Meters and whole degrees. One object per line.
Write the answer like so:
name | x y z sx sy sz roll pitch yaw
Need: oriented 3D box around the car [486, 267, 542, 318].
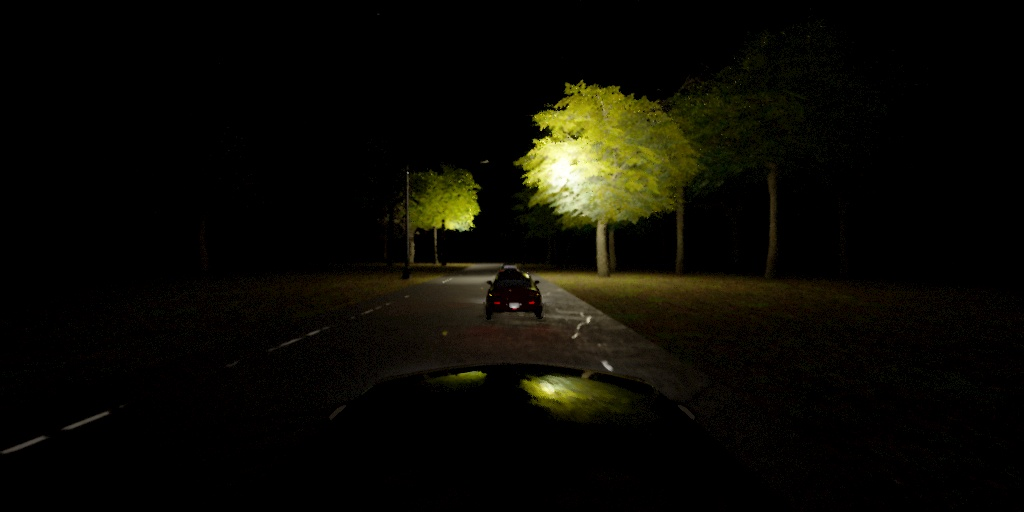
car | 0.048 1.307 12.977 1.812 1.442 4.674 0 0 0

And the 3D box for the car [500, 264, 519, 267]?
car | -0.239 1.399 32.492 1.994 1.385 4.181 0 0 -1
